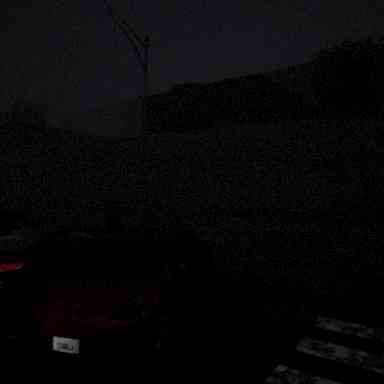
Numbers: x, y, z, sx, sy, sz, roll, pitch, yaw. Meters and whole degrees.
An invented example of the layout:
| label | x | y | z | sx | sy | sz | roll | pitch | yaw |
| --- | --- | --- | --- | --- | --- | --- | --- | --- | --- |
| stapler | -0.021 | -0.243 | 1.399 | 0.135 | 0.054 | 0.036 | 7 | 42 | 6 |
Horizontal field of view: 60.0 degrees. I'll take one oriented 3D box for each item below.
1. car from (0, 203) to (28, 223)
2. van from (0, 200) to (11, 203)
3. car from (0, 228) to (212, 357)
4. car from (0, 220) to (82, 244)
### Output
| label | x | y | z | sx | sy | sz | roll | pitch | yaw |
| --- | --- | --- | --- | --- | --- | --- | --- | --- | --- |
| car | -5.792 | 1.361 | 9.896 | 2.185 | 1.767 | 4.553 | 0 | -1 | 15 |
| van | -8.182 | 1.262 | 11.772 | 1.878 | 1.987 | 4.442 | 0 | -1 | 15 |
| car | -0.914 | 1.518 | 6.419 | 2.163 | 1.488 | 4.792 | 1 | -1 | 15 |
| car | -3.359 | 1.528 | 8.189 | 2.002 | 1.452 | 4.674 | 0 | -1 | 15 |
